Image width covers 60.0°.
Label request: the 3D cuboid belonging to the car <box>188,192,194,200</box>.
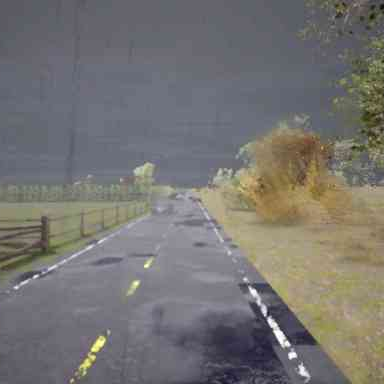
[{"bbox_3d":[0.029,1.340,83.744,1.895,1.301,4.718,0,0,0],"label":"car"}]

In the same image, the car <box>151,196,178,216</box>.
[{"bbox_3d":[-2.831,1.449,32.276,2.128,1.511,4.902,0,0,0],"label":"car"}]

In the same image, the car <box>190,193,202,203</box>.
[{"bbox_3d":[0.985,1.396,65.696,1.812,1.442,4.674,0,0,0],"label":"car"}]

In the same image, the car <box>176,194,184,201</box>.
[{"bbox_3d":[-2.725,1.272,72.610,1.882,1.535,5.008,0,0,0],"label":"car"}]
